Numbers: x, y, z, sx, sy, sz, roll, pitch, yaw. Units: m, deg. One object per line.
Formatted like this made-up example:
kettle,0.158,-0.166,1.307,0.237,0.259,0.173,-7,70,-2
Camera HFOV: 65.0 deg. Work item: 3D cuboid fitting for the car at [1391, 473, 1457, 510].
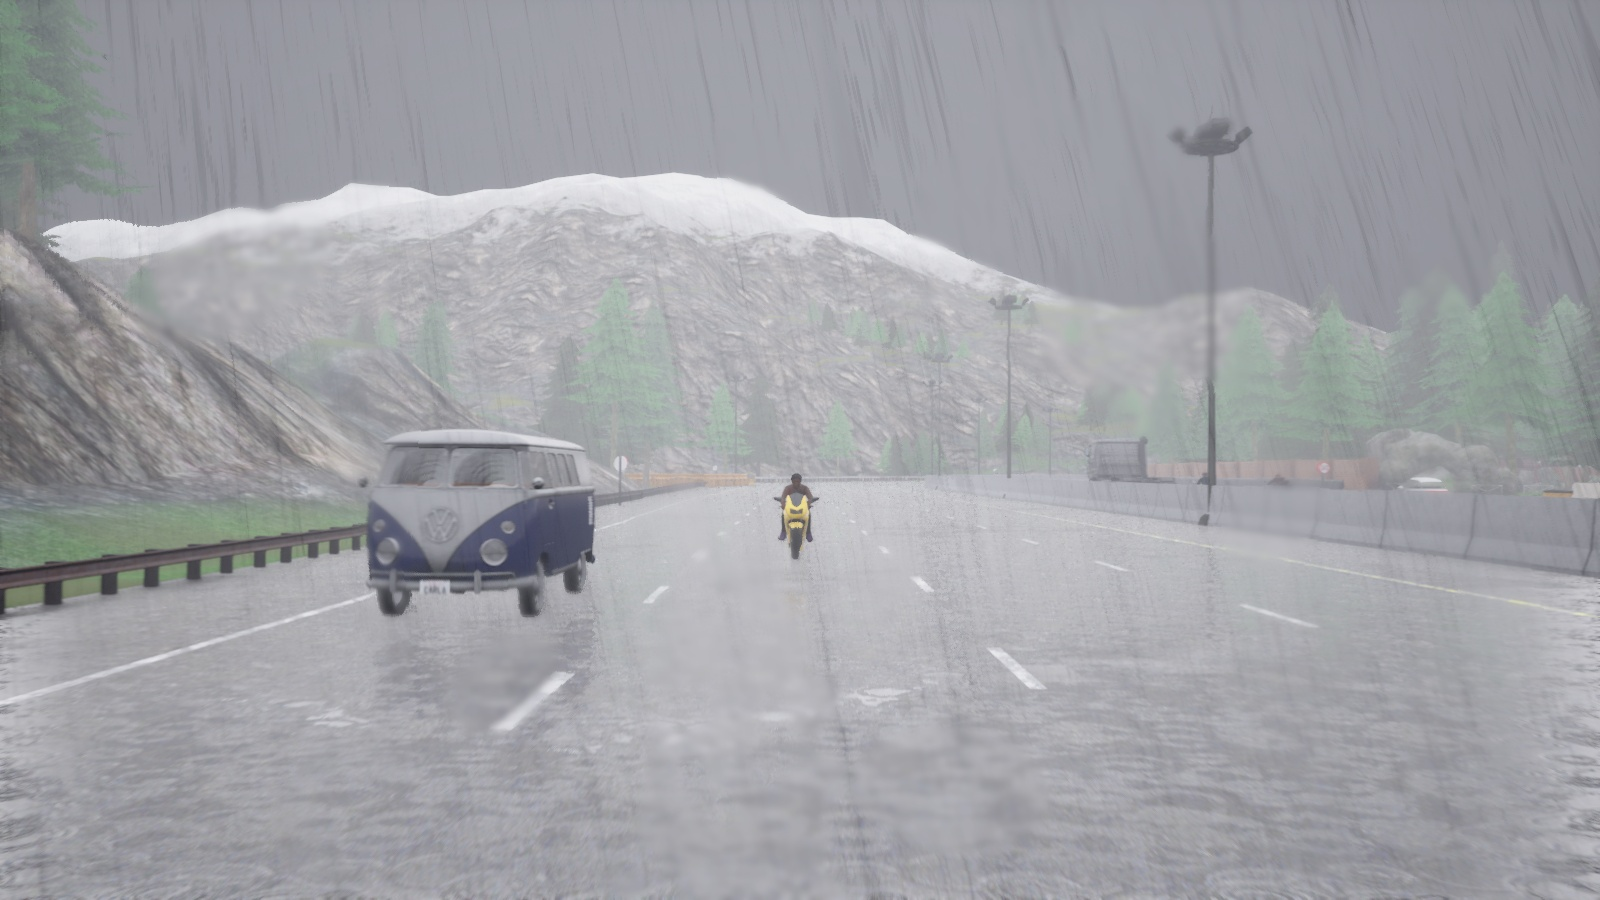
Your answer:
car,24.381,1.593,49.100,1.481,1.376,2.207,0,0,0

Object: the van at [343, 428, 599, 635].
van,-3.536,0.822,14.358,1.775,1.987,4.442,0,-1,0

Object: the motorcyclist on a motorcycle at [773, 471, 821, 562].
motorcyclist on a motorcycle,-0.054,1.172,22.172,0.797,1.523,2.044,0,-3,0

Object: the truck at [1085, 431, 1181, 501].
truck,17.337,0.867,65.951,2.891,3.462,7.936,0,-1,0
